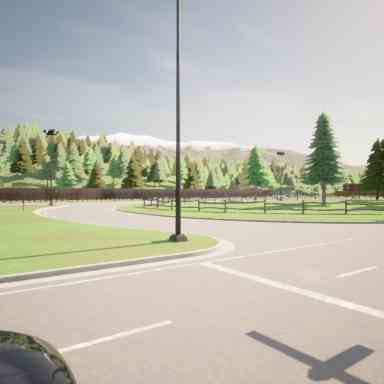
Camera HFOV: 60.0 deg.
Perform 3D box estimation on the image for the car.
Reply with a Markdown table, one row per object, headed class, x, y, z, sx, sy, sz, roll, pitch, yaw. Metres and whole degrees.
| class | x | y | z | sx | sy | sz | roll | pitch | yaw |
| --- | --- | --- | --- | --- | --- | --- | --- | --- | --- |
| car | -3.052 | 1.505 | 1.568 | 4.892 | 1.490 | 1.837 | 0 | 0 | -35 |
